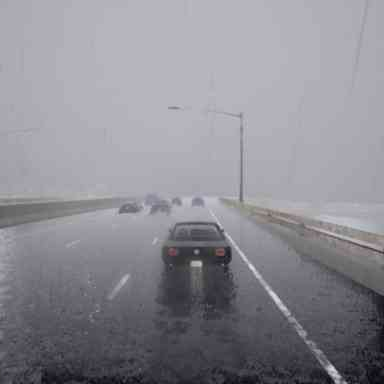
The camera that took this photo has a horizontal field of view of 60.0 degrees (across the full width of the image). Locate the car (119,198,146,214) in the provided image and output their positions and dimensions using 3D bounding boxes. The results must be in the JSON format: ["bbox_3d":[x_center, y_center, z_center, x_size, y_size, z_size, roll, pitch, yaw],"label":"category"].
[{"bbox_3d":[-6.514,1.573,35.804,1.994,1.385,4.181,0,0,1],"label":"car"}]

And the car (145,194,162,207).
[{"bbox_3d":[-6.090,1.252,52.470,2.150,2.045,5.566,0,0,2],"label":"car"}]

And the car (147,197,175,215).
[{"bbox_3d":[-3.051,1.513,33.978,1.837,1.490,4.892,0,0,1],"label":"car"}]

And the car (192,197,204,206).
[{"bbox_3d":[0.962,1.511,53.977,1.882,1.535,5.008,0,0,2],"label":"car"}]

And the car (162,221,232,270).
[{"bbox_3d":[0.142,1.599,10.926,1.895,1.301,4.718,0,0,0],"label":"car"}]

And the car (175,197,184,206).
[{"bbox_3d":[-2.517,1.540,54.512,1.837,1.490,4.892,0,0,2],"label":"car"}]
